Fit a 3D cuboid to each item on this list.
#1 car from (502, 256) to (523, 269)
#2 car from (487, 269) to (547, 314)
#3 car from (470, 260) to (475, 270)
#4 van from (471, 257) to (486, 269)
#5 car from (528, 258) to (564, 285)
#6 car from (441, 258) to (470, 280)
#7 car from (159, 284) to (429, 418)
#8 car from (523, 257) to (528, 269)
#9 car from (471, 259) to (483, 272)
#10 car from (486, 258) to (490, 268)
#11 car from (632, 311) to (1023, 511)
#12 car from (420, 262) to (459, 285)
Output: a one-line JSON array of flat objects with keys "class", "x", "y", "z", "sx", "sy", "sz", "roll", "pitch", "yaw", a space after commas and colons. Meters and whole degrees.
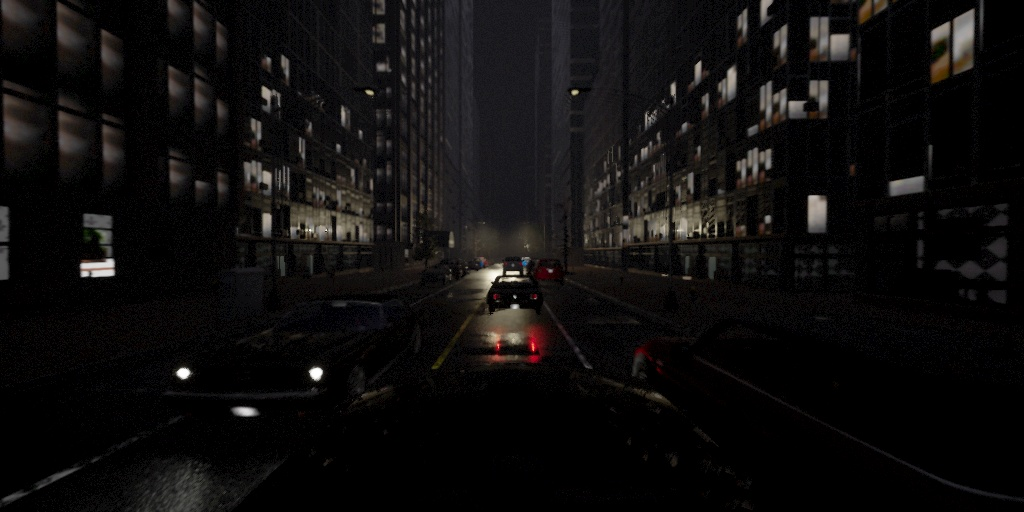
[{"class": "car", "x": 0.105, "y": 1.017, "z": 39.506, "sx": 2.150, "sy": 2.045, "sz": 5.566, "roll": 0, "pitch": 0, "yaw": 0}, {"class": "car", "x": 0.102, "y": 1.364, "z": 13.903, "sx": 1.895, "sy": 1.301, "sz": 4.718, "roll": 0, "pitch": 0, "yaw": 0}, {"class": "car", "x": -5.312, "y": 1.342, "z": 36.984, "sx": 2.007, "sy": 1.370, "sz": 4.403, "roll": 0, "pitch": 0, "yaw": 0}, {"class": "van", "x": -5.311, "y": 1.158, "z": 53.929, "sx": 1.690, "sy": 1.789, "sz": 3.998, "roll": 0, "pitch": 0, "yaw": 0}, {"class": "car", "x": 2.534, "y": 1.091, "z": 25.715, "sx": 2.192, "sy": 1.841, "sz": 5.009, "roll": 0, "pitch": 0, "yaw": 0}, {"class": "car", "x": -5.313, "y": 1.098, "z": 31.335, "sx": 2.192, "sy": 1.841, "sz": 5.009, "roll": 0, "pitch": 0, "yaw": 0}, {"class": "car", "x": -2.850, "y": 1.355, "z": 6.035, "sx": 1.895, "sy": 1.301, "sz": 4.718, "roll": 0, "pitch": 0, "yaw": 0}, {"class": "car", "x": 2.536, "y": 1.106, "z": 37.012, "sx": 2.192, "sy": 1.841, "sz": 5.009, "roll": 0, "pitch": 0, "yaw": 0}, {"class": "car", "x": -5.311, "y": 1.390, "z": 48.280, "sx": 1.802, "sy": 1.307, "sz": 4.207, "roll": 0, "pitch": 0, "yaw": 0}, {"class": "car", "x": -5.310, "y": 1.140, "z": 59.577, "sx": 2.192, "sy": 1.841, "sz": 5.009, "roll": 0, "pitch": 0, "yaw": 0}, {"class": "car", "x": 2.532, "y": 1.191, "z": 3.120, "sx": 1.967, "sy": 1.591, "sz": 4.097, "roll": 0, "pitch": 0, "yaw": 0}, {"class": "car", "x": -5.313, "y": 1.327, "z": 25.686, "sx": 2.007, "sy": 1.370, "sz": 4.403, "roll": 0, "pitch": 0, "yaw": 0}]
